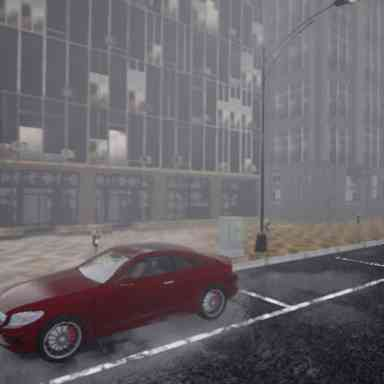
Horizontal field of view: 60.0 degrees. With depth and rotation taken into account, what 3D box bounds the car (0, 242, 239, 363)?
[{"bbox_3d":[-1.020,1.594,5.824,4.206,1.307,1.802,0,0,-36],"label":"car"}]
